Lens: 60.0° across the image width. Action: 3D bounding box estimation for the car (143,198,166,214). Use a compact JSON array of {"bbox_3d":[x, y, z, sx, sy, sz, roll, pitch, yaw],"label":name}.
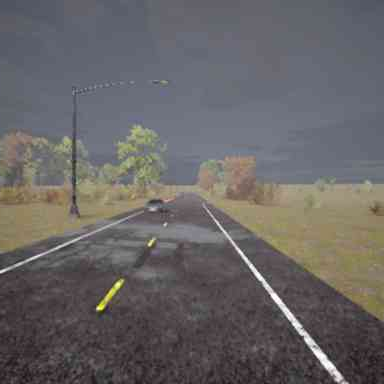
[{"bbox_3d":[-3.596,1.353,33.171,1.812,1.442,4.674,0,0,0],"label":"car"}]
